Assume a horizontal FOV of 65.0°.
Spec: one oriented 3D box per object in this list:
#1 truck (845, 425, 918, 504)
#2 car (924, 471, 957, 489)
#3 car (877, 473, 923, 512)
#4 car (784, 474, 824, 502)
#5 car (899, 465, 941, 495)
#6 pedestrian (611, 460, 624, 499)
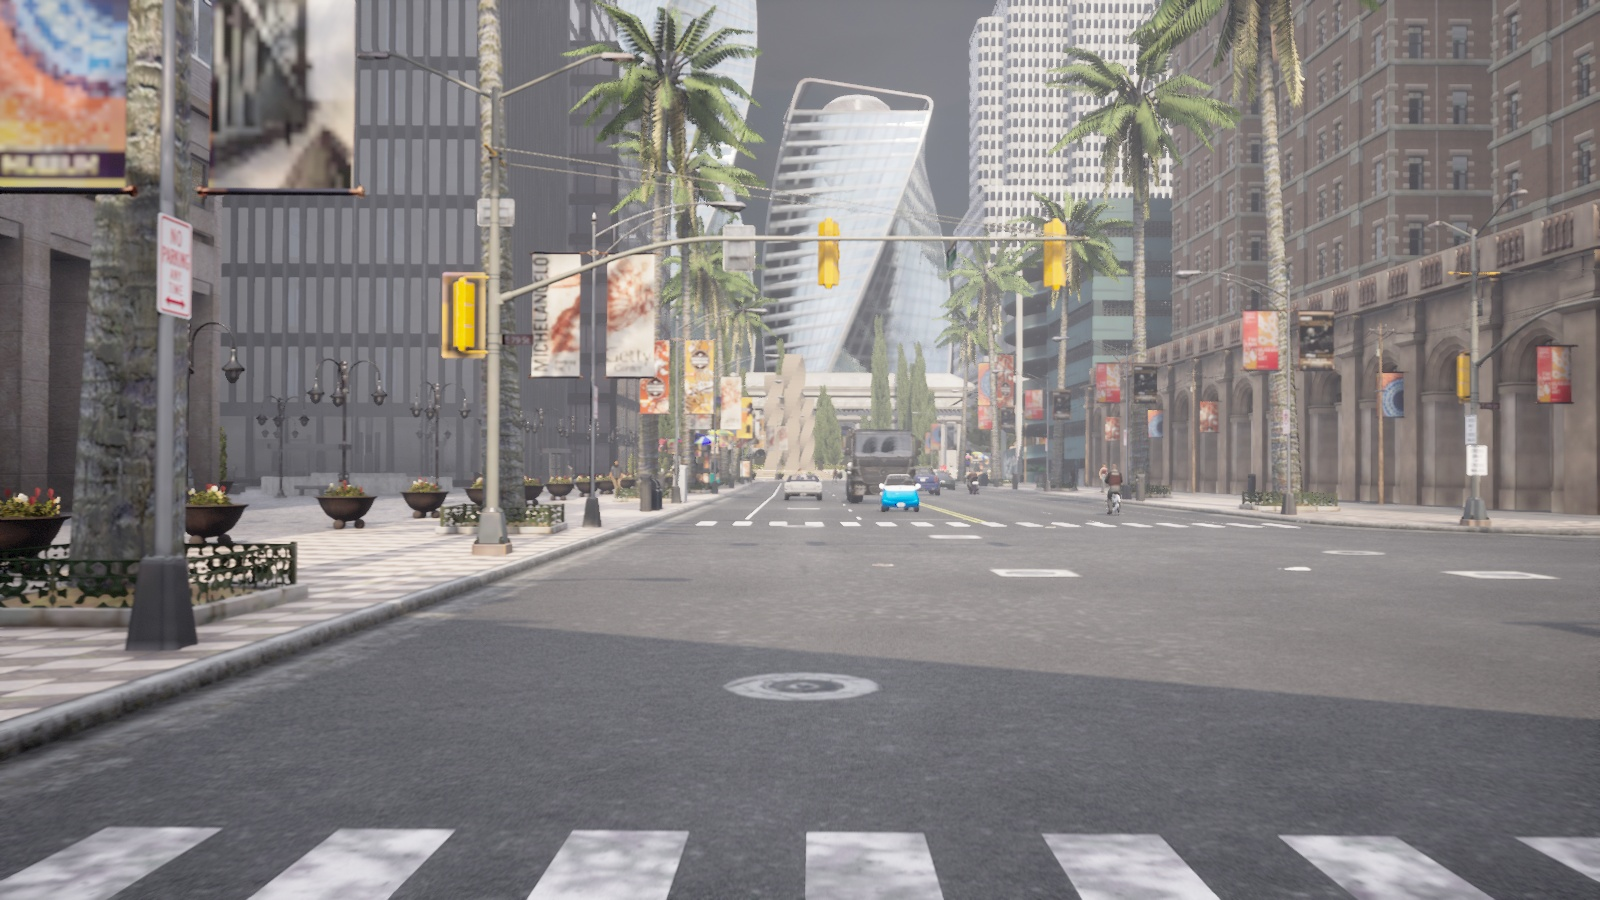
[{"bbox_3d":[3.698,0.703,58.706,2.891,3.462,7.936,0,-1,0],"label":"truck"},{"bbox_3d":[10.620,2.264,95.344,1.994,1.385,4.181,0,-1,-1],"label":"car"},{"bbox_3d":[3.645,1.543,46.094,1.481,1.376,2.207,0,-2,0],"label":"car"},{"bbox_3d":[0.191,1.846,62.304,1.895,1.301,4.718,0,-1,0],"label":"car"},{"bbox_3d":[7.253,1.785,76.245,2.097,1.767,4.553,0,-1,0],"label":"car"},{"bbox_3d":[-8.694,1.402,59.943,0.540,1.848,0.694,0,-1,-1],"label":"pedestrian"}]
